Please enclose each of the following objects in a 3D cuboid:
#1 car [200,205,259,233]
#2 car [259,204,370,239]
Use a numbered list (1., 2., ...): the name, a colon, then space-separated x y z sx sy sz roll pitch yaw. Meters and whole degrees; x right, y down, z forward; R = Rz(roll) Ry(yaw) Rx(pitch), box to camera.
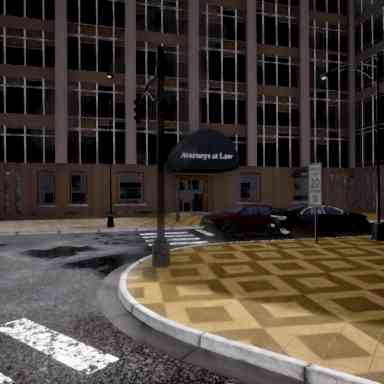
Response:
1. car: 3.186 1.395 18.118 5.357 1.411 2.033 0 0 -14
2. car: 6.074 1.309 15.896 4.902 1.511 2.128 0 0 -14
